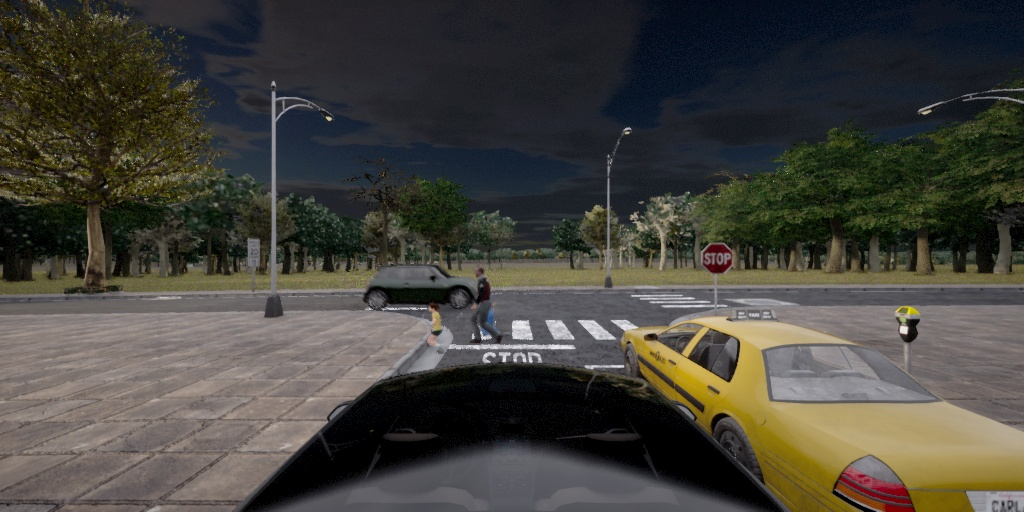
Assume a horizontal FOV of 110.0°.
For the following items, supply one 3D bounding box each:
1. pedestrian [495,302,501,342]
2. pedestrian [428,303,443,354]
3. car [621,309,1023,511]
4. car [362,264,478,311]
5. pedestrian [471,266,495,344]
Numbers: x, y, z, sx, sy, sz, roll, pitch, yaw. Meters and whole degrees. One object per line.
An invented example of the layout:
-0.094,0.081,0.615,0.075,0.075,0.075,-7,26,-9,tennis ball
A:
-0.528,1.324,8.659,0.375,1.300,0.375,0,0,0,pedestrian
-1.548,1.424,7.315,0.500,1.100,0.500,0,0,0,pedestrian
2.638,1.275,4.198,1.751,1.417,4.829,0,0,0,car
-3.358,1.114,14.201,4.553,1.767,2.097,-1,0,0,car
-0.646,1.044,8.061,0.375,1.860,0.375,0,0,0,pedestrian
